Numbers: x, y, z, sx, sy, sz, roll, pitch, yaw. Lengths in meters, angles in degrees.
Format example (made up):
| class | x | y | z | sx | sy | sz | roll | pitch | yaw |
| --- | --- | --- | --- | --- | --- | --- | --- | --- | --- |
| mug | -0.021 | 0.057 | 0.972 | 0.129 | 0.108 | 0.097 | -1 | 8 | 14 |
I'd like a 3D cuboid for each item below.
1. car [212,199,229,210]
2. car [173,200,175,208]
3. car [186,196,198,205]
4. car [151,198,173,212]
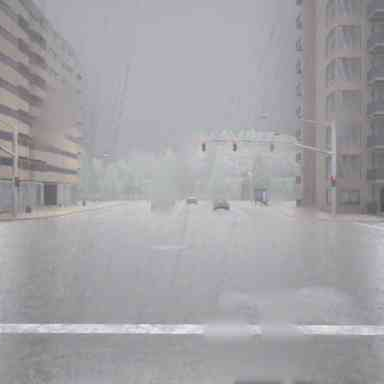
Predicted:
| class | x | y | z | sx | sy | sz | roll | pitch | yaw |
| --- | --- | --- | --- | --- | --- | --- | --- | --- | --- |
| car | 3.557 | 1.547 | 41.871 | 2.033 | 1.411 | 5.357 | 0 | 0 | 0 |
| car | -3.574 | 1.564 | 48.948 | 1.994 | 1.385 | 4.181 | 0 | 0 | 0 |
| car | -0.012 | 1.526 | 60.173 | 1.812 | 1.442 | 4.674 | 0 | 0 | 0 |
| car | -3.576 | 1.526 | 38.861 | 1.812 | 1.442 | 4.674 | 0 | 0 | 0 |
